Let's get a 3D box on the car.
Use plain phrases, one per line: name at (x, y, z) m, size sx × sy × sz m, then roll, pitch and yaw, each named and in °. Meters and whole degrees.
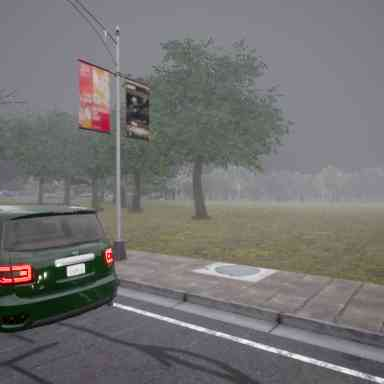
car at (-3.856, 1.235, 6.390) m, size 5.566 × 2.045 × 2.150 m, roll 0°, pitch 0°, yaw 36°
